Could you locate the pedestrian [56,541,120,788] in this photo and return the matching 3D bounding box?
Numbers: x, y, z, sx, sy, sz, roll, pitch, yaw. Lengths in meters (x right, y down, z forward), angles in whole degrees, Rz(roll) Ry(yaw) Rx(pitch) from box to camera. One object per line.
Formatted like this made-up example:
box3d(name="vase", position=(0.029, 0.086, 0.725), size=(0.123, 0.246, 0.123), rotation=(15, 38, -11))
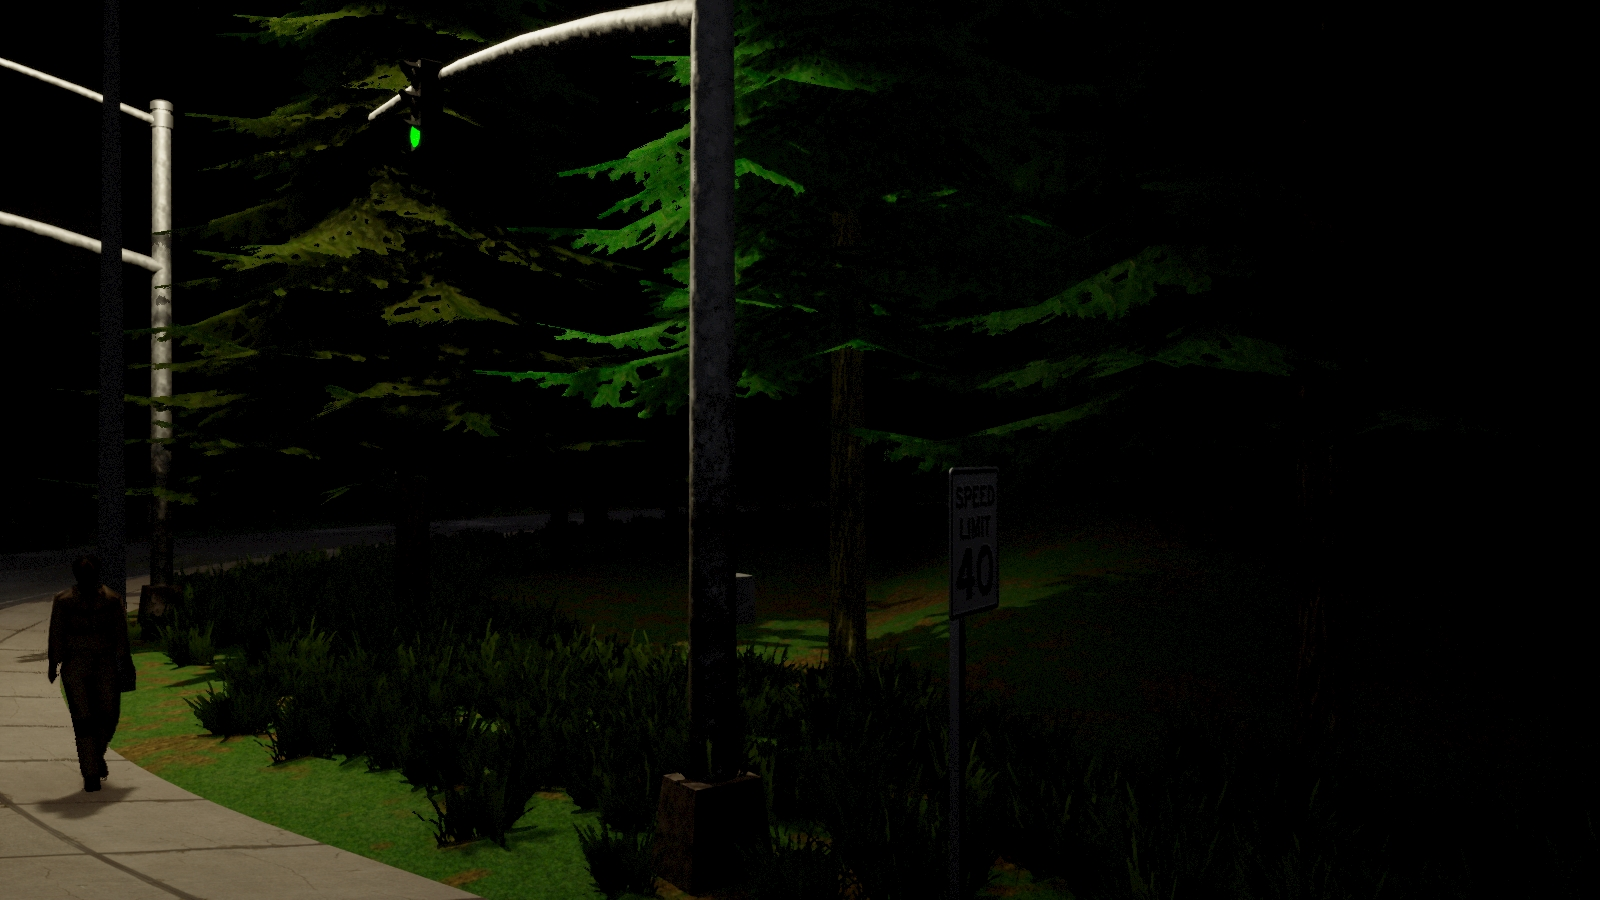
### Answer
box3d(name="pedestrian", position=(-5.649, 1.671, 9.064), size=(0.375, 1.860, 0.375), rotation=(0, 0, -41))
